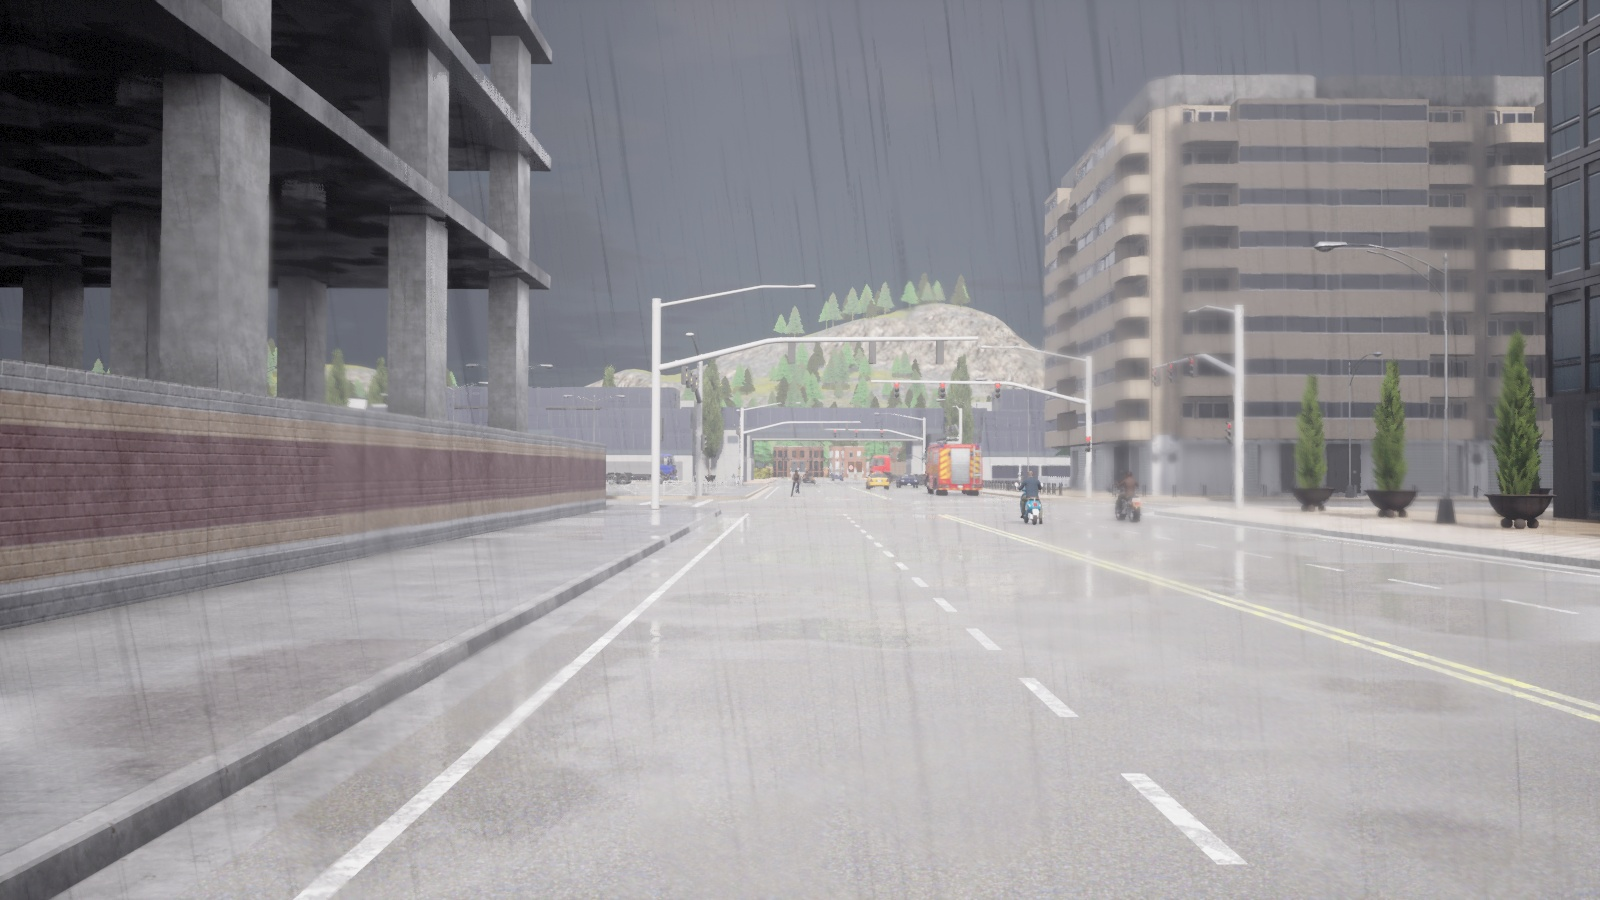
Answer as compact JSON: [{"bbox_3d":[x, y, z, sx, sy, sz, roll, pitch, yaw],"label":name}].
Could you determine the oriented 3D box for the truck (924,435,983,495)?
[{"bbox_3d":[10.261,1.031,84.929,2.891,3.827,8.468,0,-1,0],"label":"truck"}]

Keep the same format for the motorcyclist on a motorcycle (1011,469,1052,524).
[{"bbox_3d":[6.898,1.369,37.519,0.866,1.590,1.817,0,-1,0],"label":"motorcyclist on a motorcycle"}]

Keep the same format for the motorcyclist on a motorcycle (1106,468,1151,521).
[{"bbox_3d":[10.392,1.390,39.816,0.766,1.649,2.350,0,-1,0],"label":"motorcyclist on a motorcycle"}]
